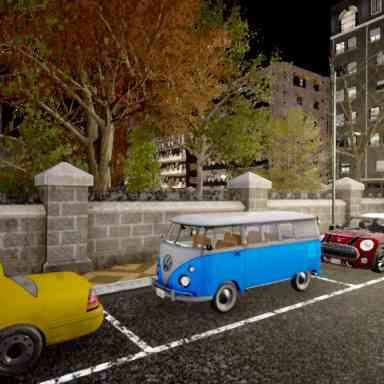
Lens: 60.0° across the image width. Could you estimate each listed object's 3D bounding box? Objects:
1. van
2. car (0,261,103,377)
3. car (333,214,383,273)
[{"bbox_3d":[1.132,1.342,7.347,3.998,1.788,1.690,0,1,-35],"label":"van"},{"bbox_3d":[-3.581,1.525,3.995,4.829,1.417,1.752,0,1,-35],"label":"car"},{"bbox_3d":[5.705,1.442,10.604,4.097,1.590,1.967,0,1,-35],"label":"car"}]
